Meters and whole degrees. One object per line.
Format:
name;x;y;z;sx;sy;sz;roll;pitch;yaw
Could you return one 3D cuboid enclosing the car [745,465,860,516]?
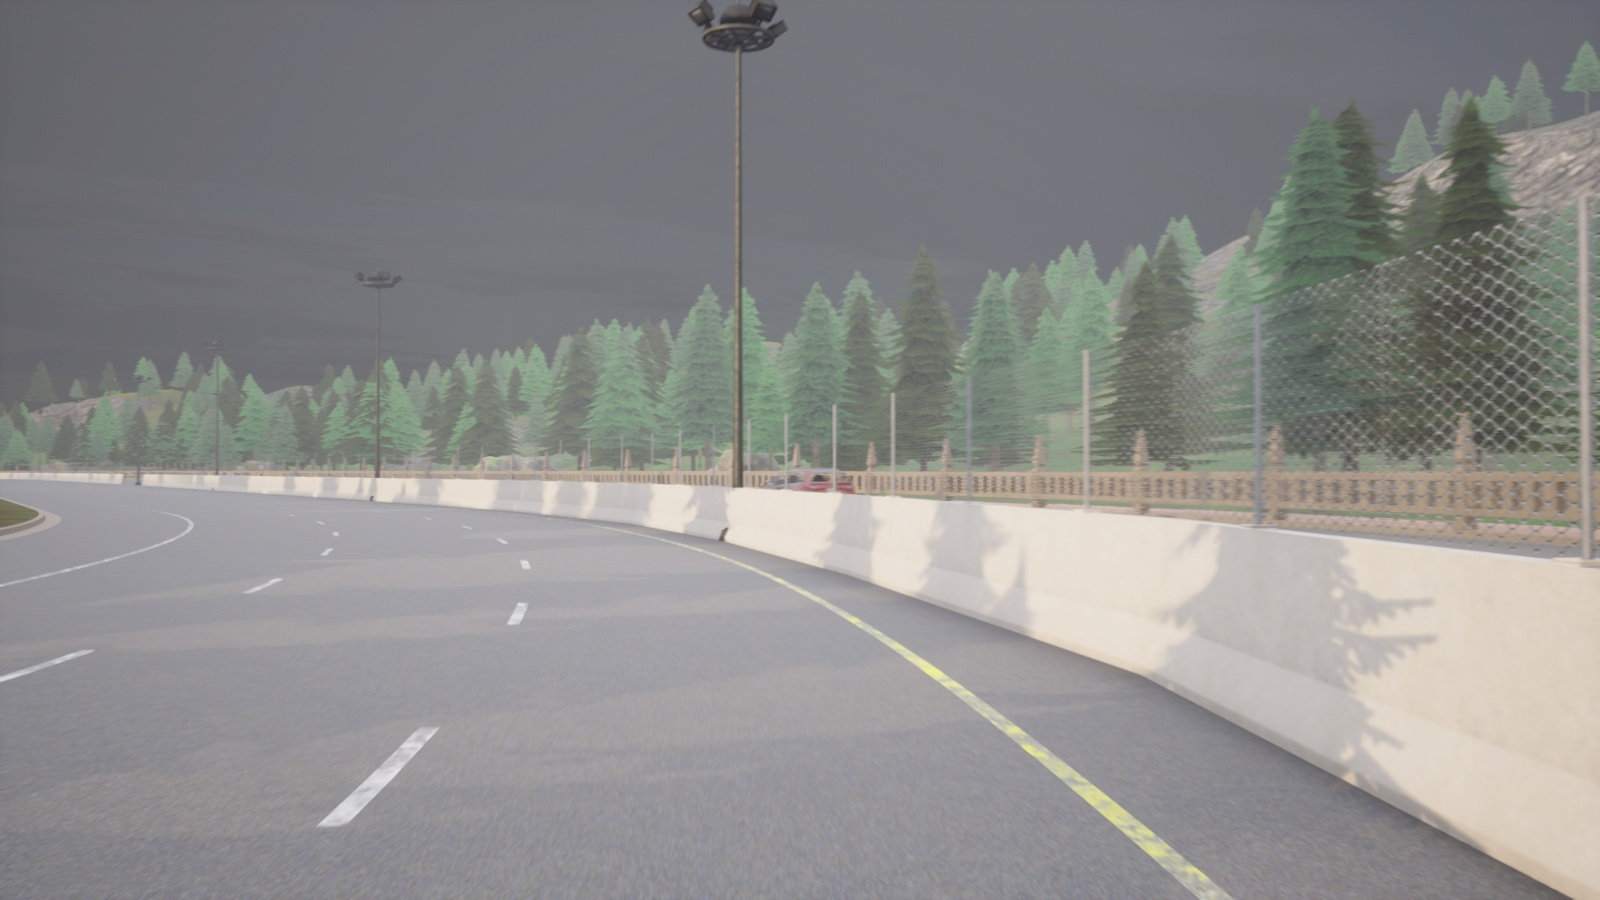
car;0.014;1.395;44.158;2.242;1.667;4.611;0;-1;-26
